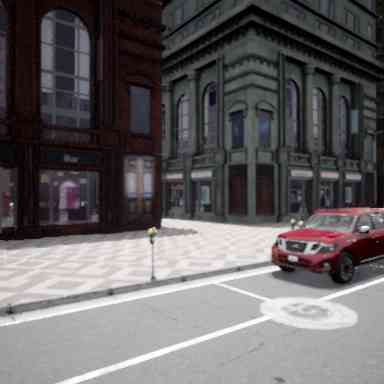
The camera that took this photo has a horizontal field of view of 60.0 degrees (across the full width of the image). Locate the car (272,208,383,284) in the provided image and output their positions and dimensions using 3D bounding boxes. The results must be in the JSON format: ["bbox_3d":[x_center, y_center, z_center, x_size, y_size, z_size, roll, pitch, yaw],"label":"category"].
[{"bbox_3d":[4.642,1.431,10.140,5.009,1.841,2.192,1,-1,-37],"label":"car"}]
